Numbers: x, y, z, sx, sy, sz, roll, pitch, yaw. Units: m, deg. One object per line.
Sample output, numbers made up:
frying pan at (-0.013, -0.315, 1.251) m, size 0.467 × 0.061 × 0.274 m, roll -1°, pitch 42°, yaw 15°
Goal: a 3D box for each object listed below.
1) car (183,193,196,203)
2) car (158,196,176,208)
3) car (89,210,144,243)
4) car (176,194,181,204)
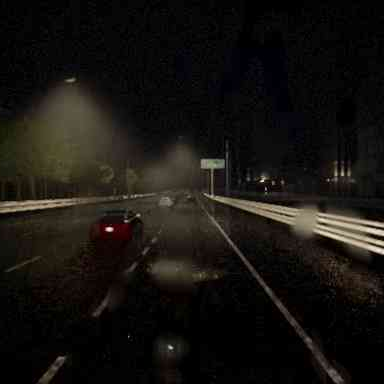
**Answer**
car at (-0.122, 1.444, 65.716) m, size 2.128 × 1.511 × 4.902 m, roll 0°, pitch 0°, yaw 0°
car at (-3.630, 1.505, 46.152) m, size 1.812 × 1.442 × 4.674 m, roll 0°, pitch 0°, yaw 0°
car at (-3.521, 1.561, 16.164) m, size 1.994 × 1.385 × 4.181 m, roll 0°, pitch 0°, yaw 0°
car at (-3.723, 1.503, 64.681) m, size 2.033 × 1.411 × 5.357 m, roll 0°, pitch 0°, yaw 0°
